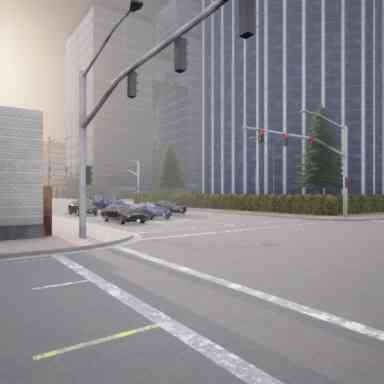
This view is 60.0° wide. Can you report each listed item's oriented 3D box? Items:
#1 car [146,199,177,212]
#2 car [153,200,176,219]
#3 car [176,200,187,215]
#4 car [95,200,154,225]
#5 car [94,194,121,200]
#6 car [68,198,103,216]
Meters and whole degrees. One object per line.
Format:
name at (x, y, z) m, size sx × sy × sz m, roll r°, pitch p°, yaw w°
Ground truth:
car at (-3.854, 1.619, 41.637) m, size 1.994 × 1.385 × 4.181 m, roll 0°, pitch 0°, yaw -36°
car at (-3.667, 1.581, 29.075) m, size 1.812 × 1.442 × 4.674 m, roll 0°, pitch 0°, yaw -36°
car at (-2.427, 1.547, 33.655) m, size 2.128 × 1.511 × 4.902 m, roll 0°, pitch 0°, yaw -36°
car at (-5.262, 1.603, 25.262) m, size 2.033 × 1.411 × 5.357 m, roll 0°, pitch 0°, yaw -36°
car at (-9.329, 1.277, 36.947) m, size 2.150 × 2.045 × 5.566 m, roll 0°, pitch 0°, yaw -36°
car at (-10.932, 1.560, 33.171) m, size 1.837 × 1.490 × 4.892 m, roll 0°, pitch 0°, yaw -36°
